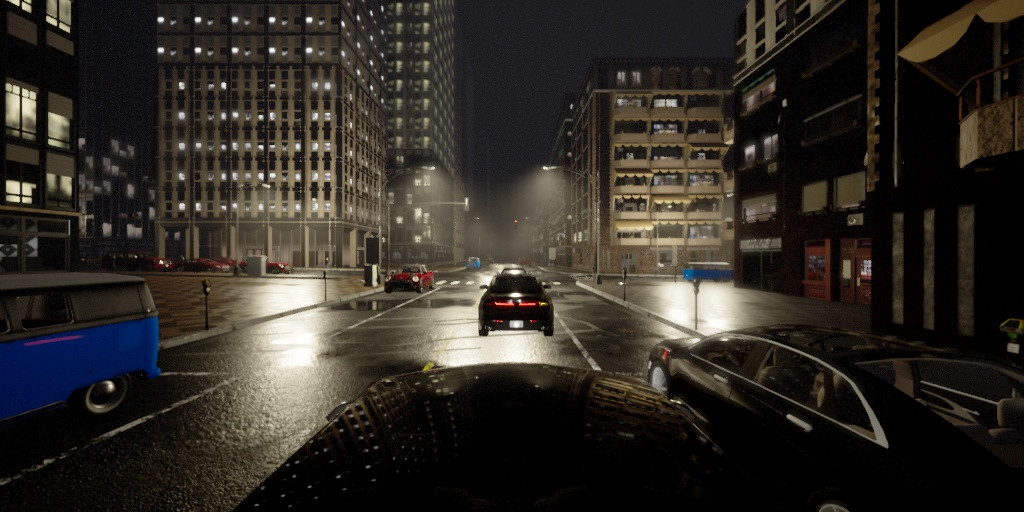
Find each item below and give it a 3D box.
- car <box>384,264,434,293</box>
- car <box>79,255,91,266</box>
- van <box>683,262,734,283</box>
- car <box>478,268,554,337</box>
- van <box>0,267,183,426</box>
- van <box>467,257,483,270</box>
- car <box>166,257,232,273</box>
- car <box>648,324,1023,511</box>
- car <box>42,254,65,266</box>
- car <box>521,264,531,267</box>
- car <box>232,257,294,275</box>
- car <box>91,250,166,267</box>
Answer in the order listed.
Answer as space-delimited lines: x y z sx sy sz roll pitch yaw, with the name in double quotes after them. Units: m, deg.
-5.687 1.188 20.185 1.967 1.591 4.097 0 0 0 "car"
-43.695 0.458 39.285 4.829 1.417 1.751 0 0 0 "car"
16.916 1.450 30.900 3.998 1.789 1.690 0 0 0 "van"
0.103 1.253 10.322 1.837 1.490 4.892 0 0 0 "car"
-5.688 1.090 3.239 1.690 1.789 3.998 0 0 0 "van"
-5.685 1.093 52.659 1.690 1.789 3.998 0 0 0 "van"
-26.718 0.850 30.941 4.207 1.307 1.802 0 0 0 "car"
2.692 1.300 3.238 2.007 1.370 4.403 0 0 0 "car"
-49.101 0.391 39.273 4.313 1.339 1.948 0 0 0 "car"
0.102 1.312 19.114 1.994 1.385 4.181 0 0 0 "car"
-21.143 0.816 30.953 4.097 1.591 1.967 0 0 0 "car"
-32.292 0.476 30.929 5.009 1.841 2.192 0 0 0 "car"
